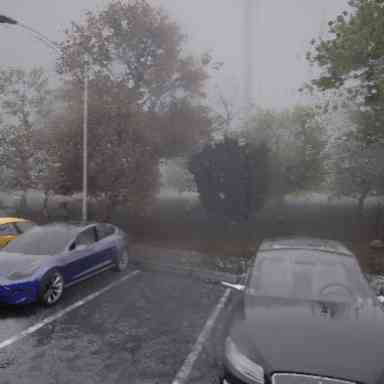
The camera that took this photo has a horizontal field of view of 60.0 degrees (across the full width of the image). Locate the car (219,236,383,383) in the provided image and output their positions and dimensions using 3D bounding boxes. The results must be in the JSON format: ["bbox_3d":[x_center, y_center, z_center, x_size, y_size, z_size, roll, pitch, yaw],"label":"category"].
[{"bbox_3d":[1.640,1.489,4.946,2.231,1.521,4.892,0,-1,15],"label":"car"}]

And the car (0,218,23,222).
[{"bbox_3d":[-5.676,1.506,10.047,2.097,1.535,5.008,0,-1,14],"label":"car"}]

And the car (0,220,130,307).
[{"bbox_3d":[-3.238,1.529,8.327,2.163,1.488,4.792,0,-1,15],"label":"car"}]
